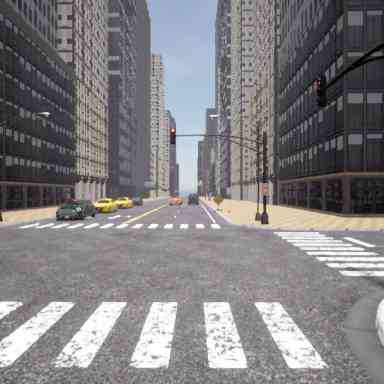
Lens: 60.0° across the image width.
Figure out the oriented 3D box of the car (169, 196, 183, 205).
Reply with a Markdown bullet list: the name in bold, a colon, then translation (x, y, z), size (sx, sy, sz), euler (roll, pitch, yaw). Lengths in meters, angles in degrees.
- **car**: translation (-2.972, 1.449, 59.942), size (2.097, 1.767, 4.553), euler (0, 0, 0)

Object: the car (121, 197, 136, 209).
- **car**: translation (-9.707, 1.536, 47.105), size (1.882, 1.535, 5.008), euler (0, 0, 0)

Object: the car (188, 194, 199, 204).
- **car**: translation (0.281, 1.357, 70.361), size (2.150, 2.045, 5.566), euler (0, 0, 0)

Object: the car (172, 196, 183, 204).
- **car**: translation (-2.971, 1.629, 70.131), size (2.128, 1.511, 4.902), euler (0, 0, 0)

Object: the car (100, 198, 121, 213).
- **car**: translation (-9.741, 1.514, 37.423), size (1.882, 1.535, 5.008), euler (0, 0, 0)

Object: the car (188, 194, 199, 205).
- **car**: translation (0.278, 1.602, 60.154), size (1.837, 1.490, 4.892), euler (0, 0, 0)

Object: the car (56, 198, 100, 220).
- **car**: translation (-9.766, 1.373, 28.236), size (2.097, 1.767, 4.553), euler (0, 0, 0)

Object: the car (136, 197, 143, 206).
- **car**: translation (-9.635, 1.637, 57.752), size (2.033, 1.411, 5.357), euler (0, 0, 1)
